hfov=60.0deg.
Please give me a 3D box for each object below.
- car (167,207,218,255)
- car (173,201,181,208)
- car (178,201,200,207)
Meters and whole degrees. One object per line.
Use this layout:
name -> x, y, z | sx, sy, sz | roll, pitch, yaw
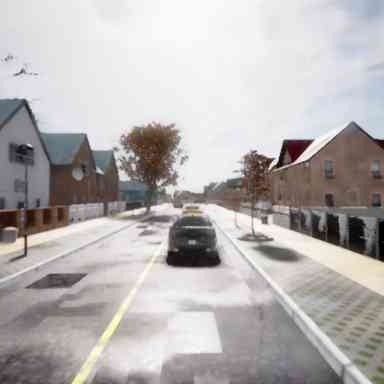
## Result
car -> 0.035, 1.648, 14.227 | 1.882, 1.535, 5.008 | 0, 0, 1
car -> -2.745, 2.461, 65.385 | 1.882, 1.535, 5.008 | 0, -1, 0
car -> 0.039, 1.852, 29.251 | 1.882, 1.535, 5.008 | 0, -1, 1
